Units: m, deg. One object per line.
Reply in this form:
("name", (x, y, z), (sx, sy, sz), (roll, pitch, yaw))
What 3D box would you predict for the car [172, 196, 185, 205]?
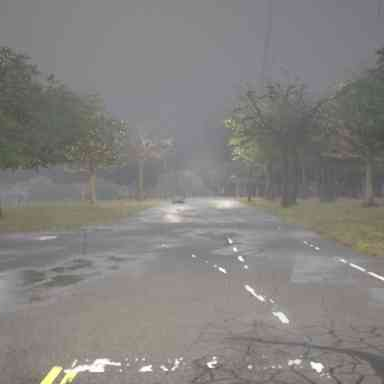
("car", (-2.140, 1.342, 53.882), (2.033, 1.411, 5.357), (-1, 1, 2))
